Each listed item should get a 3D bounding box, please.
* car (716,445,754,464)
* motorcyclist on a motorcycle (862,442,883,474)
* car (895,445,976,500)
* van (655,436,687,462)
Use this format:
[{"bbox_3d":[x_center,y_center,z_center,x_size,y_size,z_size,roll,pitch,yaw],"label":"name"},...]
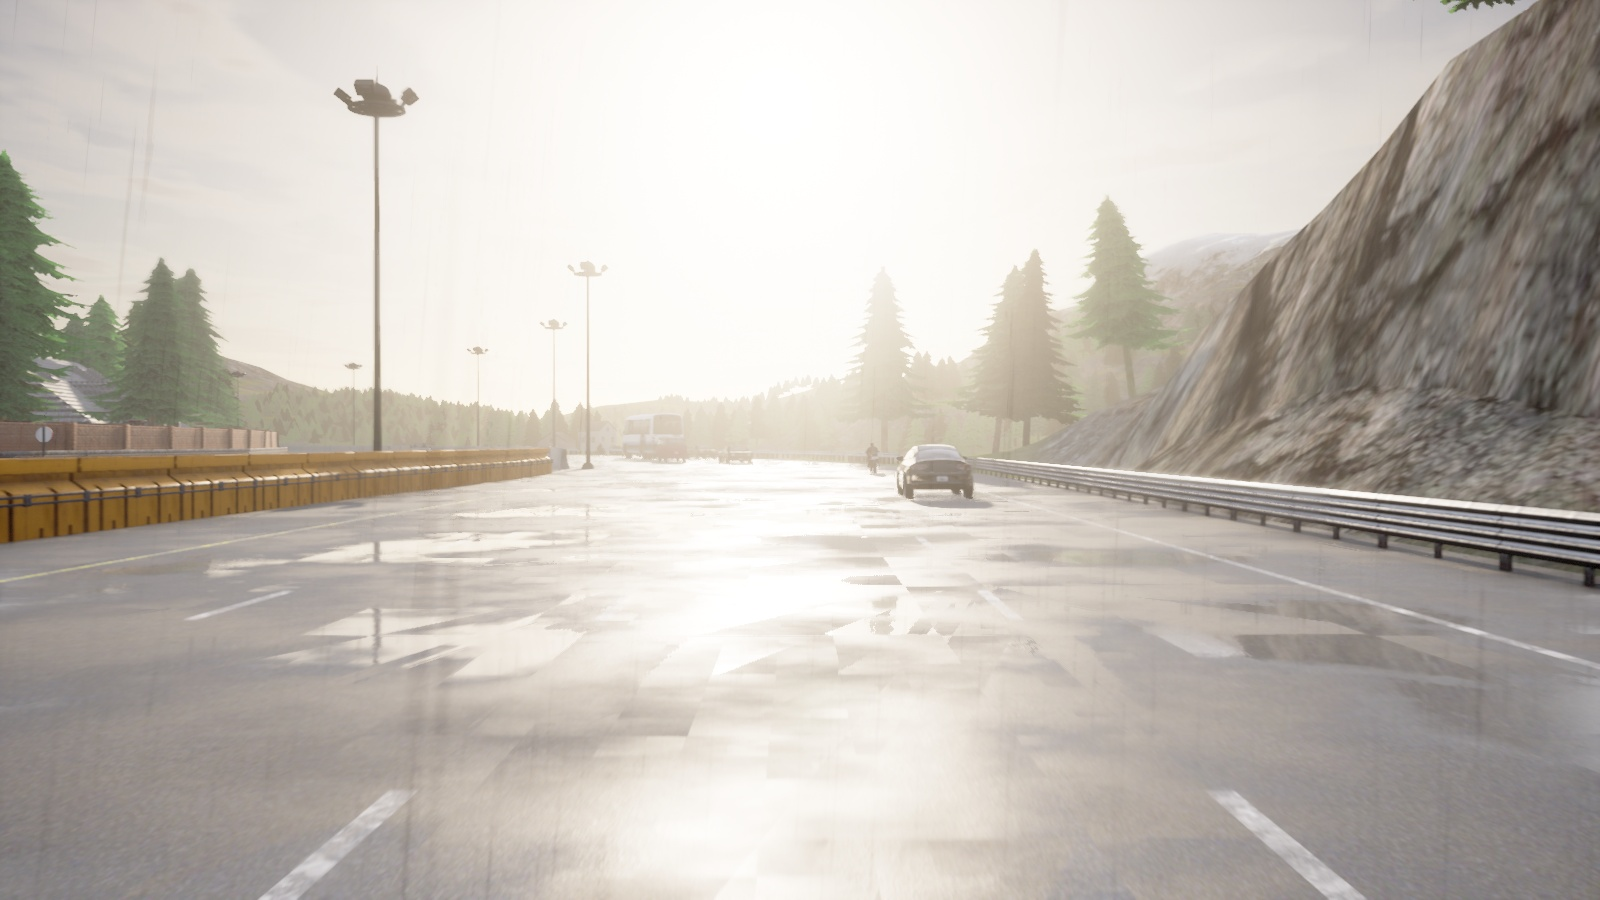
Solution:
[{"bbox_3d":[-4.815,0.324,92.155,1.895,1.301,4.718,0,0,-14],"label":"car"},{"bbox_3d":[3.524,0.386,61.193,0.797,1.523,2.044,-1,0,-3],"label":"motorcyclist on a motorcycle"},{"bbox_3d":[3.729,0.577,35.227,1.812,1.442,4.674,0,0,0],"label":"car"},{"bbox_3d":[-10.116,-0.062,98.189,1.775,1.987,4.442,0,0,-16],"label":"van"}]
